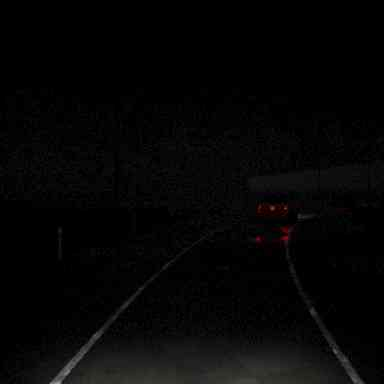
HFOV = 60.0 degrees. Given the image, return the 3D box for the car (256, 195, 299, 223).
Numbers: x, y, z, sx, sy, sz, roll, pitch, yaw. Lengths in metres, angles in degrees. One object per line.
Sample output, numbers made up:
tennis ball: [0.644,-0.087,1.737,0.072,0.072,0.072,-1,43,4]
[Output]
car: [5.759,0.968,22.075,2.097,1.767,4.553,1,2,25]

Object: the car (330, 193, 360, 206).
car: [17.331,0.809,37.826,4.674,1.442,1.812,-1,2,-45]
